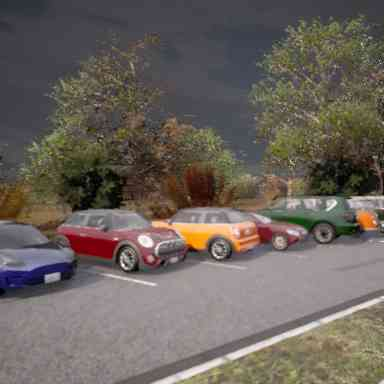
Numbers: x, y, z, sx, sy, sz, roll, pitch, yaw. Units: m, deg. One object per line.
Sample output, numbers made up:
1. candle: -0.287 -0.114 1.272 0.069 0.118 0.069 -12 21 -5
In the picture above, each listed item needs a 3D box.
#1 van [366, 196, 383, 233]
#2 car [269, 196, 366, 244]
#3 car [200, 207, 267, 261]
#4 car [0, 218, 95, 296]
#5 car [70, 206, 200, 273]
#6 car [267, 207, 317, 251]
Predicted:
1. van: 7.476 1.252 17.547 4.442 1.987 1.878 -1 -1 35
2. car: 4.929 1.231 15.898 5.566 2.045 2.435 -1 0 35
3. car: 0.130 1.360 12.407 4.553 1.767 2.185 -1 0 35
4. car: -5.056 1.520 8.724 4.792 1.488 2.163 -1 -1 35
5. car: -2.343 1.363 10.723 4.553 1.767 2.185 -1 -1 35
6. car: 2.532 1.524 14.157 4.674 1.452 2.002 -1 -1 35
